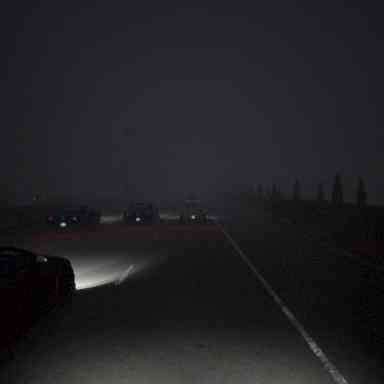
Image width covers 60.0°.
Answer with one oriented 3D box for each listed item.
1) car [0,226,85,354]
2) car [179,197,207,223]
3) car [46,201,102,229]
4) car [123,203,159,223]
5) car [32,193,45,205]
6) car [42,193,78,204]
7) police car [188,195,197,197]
[{"bbox_3d":[-3.407,1.522,5.237,1.994,1.385,4.181,0,0,0],"label":"car"},{"bbox_3d":[0.070,1.342,23.264,1.812,1.442,4.674,0,1,0],"label":"car"},{"bbox_3d":[-6.920,1.442,20.086,1.895,1.301,4.718,0,0,0],"label":"car"},{"bbox_3d":[-3.424,1.417,23.286,1.895,1.301,4.718,0,0,0],"label":"car"},{"bbox_3d":[-21.071,0.975,47.865,2.097,1.767,4.553,0,1,0],"label":"car"},{"bbox_3d":[-14.107,1.190,36.567,1.882,1.535,5.008,0,0,0],"label":"car"},{"bbox_3d":[0.058,1.177,41.309,2.038,1.542,4.974,0,0,0],"label":"police car"}]
